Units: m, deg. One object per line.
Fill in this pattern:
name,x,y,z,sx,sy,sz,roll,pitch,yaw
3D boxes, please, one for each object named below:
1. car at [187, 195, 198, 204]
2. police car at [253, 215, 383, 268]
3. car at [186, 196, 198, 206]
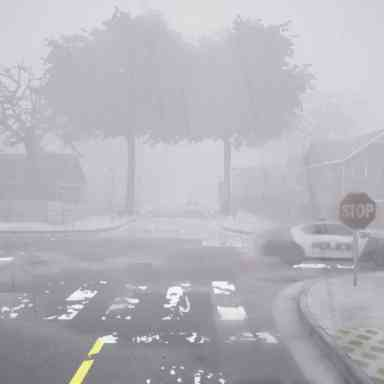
car,0.039,1.508,66.823,2.097,1.767,4.553,0,0,0
police car,4.717,1.654,11.510,4.974,1.542,2.038,1,1,1
car,0.033,1.683,56.803,1.994,1.385,4.181,0,0,0
